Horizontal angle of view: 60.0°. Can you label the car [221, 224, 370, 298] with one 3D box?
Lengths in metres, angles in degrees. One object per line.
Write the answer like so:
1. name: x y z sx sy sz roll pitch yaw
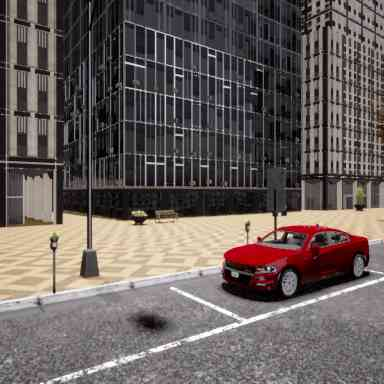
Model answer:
1. car: 2.764 1.545 8.512 4.507 1.381 1.887 0 0 -35
